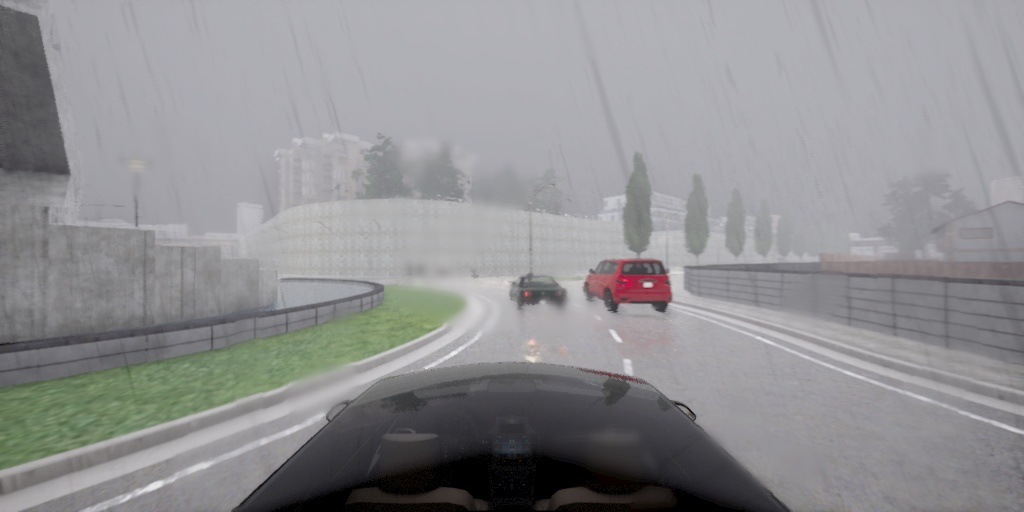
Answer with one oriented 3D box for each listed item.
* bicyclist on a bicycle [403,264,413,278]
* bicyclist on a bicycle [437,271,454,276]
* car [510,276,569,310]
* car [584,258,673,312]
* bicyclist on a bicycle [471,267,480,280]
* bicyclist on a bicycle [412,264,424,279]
[{"bbox_3d":[-10.885,1.577,38.260,0.582,1.620,1.656,17,18,39],"label":"bicyclist on a bicycle"},{"bbox_3d":[-6.659,1.785,35.682,1.620,0.582,1.656,6,-1,-3],"label":"bicyclist on a bicycle"},{"bbox_3d":[0.986,1.504,15.634,1.895,1.301,4.718,0,-1,-6],"label":"car"},{"bbox_3d":[4.641,1.113,15.116,2.150,2.045,5.566,0,0,-2],"label":"car"},{"bbox_3d":[-3.589,1.952,35.423,0.582,1.620,1.656,-23,33,-25],"label":"bicyclist on a bicycle"},{"bbox_3d":[-9.607,1.605,37.720,0.582,1.620,1.656,9,6,7],"label":"bicyclist on a bicycle"}]
